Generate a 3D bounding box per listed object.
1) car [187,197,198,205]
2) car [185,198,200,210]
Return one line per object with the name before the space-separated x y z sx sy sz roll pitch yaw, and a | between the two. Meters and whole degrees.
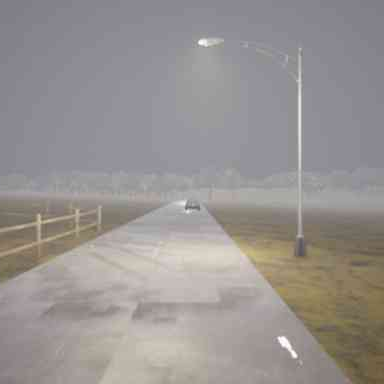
car | 0.087 1.730 62.169 2.033 1.411 5.357 0 0 0
car | 0.092 1.625 44.395 1.994 1.385 4.181 0 0 0
